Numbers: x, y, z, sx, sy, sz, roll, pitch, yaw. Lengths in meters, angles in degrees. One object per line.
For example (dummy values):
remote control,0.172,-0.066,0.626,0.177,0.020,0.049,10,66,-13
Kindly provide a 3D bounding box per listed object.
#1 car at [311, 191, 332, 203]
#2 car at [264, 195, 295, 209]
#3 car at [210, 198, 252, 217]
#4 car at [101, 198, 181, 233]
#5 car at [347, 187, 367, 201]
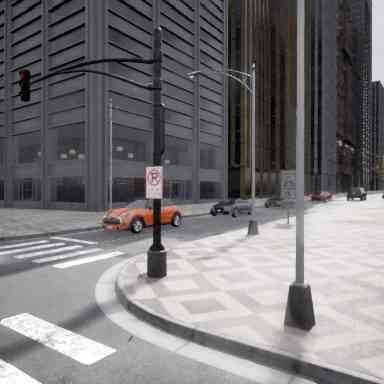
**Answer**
car,18.166,0.649,46.607,1.882,1.535,5.008,0,1,36
car,8.948,0.977,33.927,1.994,1.385,4.181,0,1,35
car,3.148,1.140,25.845,1.994,1.385,4.181,0,1,36
car,-2.617,1.094,17.880,2.097,1.767,4.553,0,1,37
car,25.564,0.275,51.582,2.150,2.045,5.566,0,1,35
